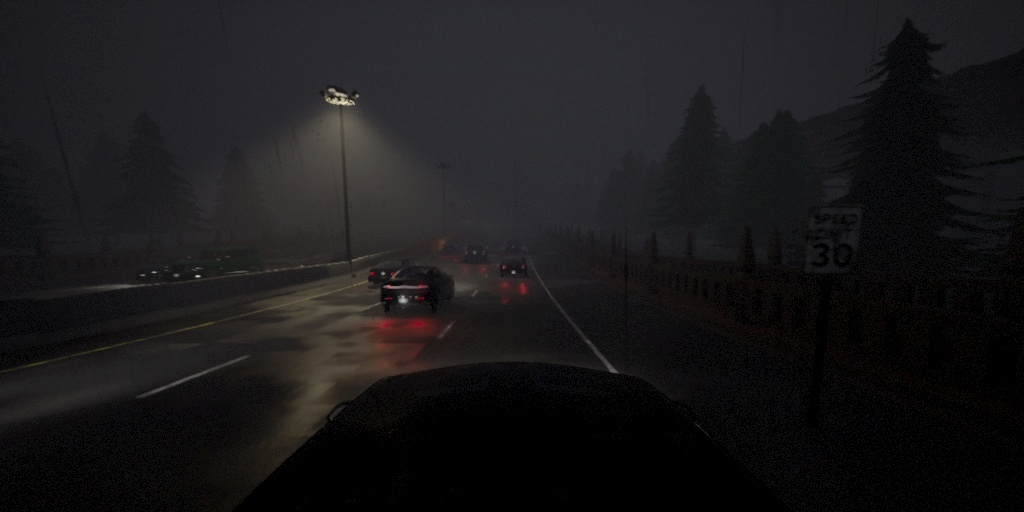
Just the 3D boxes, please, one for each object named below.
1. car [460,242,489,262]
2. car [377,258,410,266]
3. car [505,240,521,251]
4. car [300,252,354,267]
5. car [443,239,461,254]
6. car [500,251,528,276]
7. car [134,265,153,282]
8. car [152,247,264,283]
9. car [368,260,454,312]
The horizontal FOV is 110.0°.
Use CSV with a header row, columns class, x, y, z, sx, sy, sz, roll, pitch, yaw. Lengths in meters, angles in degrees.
class,x,y,z,sx,sy,sz,roll,pitch,yaw
car,-3.384,-0.480,34.763,2.097,1.767,4.553,0,6,0
car,-6.891,0.830,21.668,2.033,1.411,5.357,0,3,0
car,0.144,-1.330,43.843,1.994,1.385,4.181,0,7,0
car,-14.083,0.402,27.680,2.033,1.411,5.357,0,5,0
car,-6.864,-1.216,42.151,1.882,1.535,5.008,0,7,0
car,0.110,0.607,25.756,1.895,1.301,4.718,0,4,0
car,-21.086,0.719,22.884,1.837,1.490,4.892,0,3,0
car,-17.589,0.519,21.534,2.150,2.045,5.566,0,3,0
car,-3.395,1.124,13.631,2.128,1.511,4.902,0,2,0
